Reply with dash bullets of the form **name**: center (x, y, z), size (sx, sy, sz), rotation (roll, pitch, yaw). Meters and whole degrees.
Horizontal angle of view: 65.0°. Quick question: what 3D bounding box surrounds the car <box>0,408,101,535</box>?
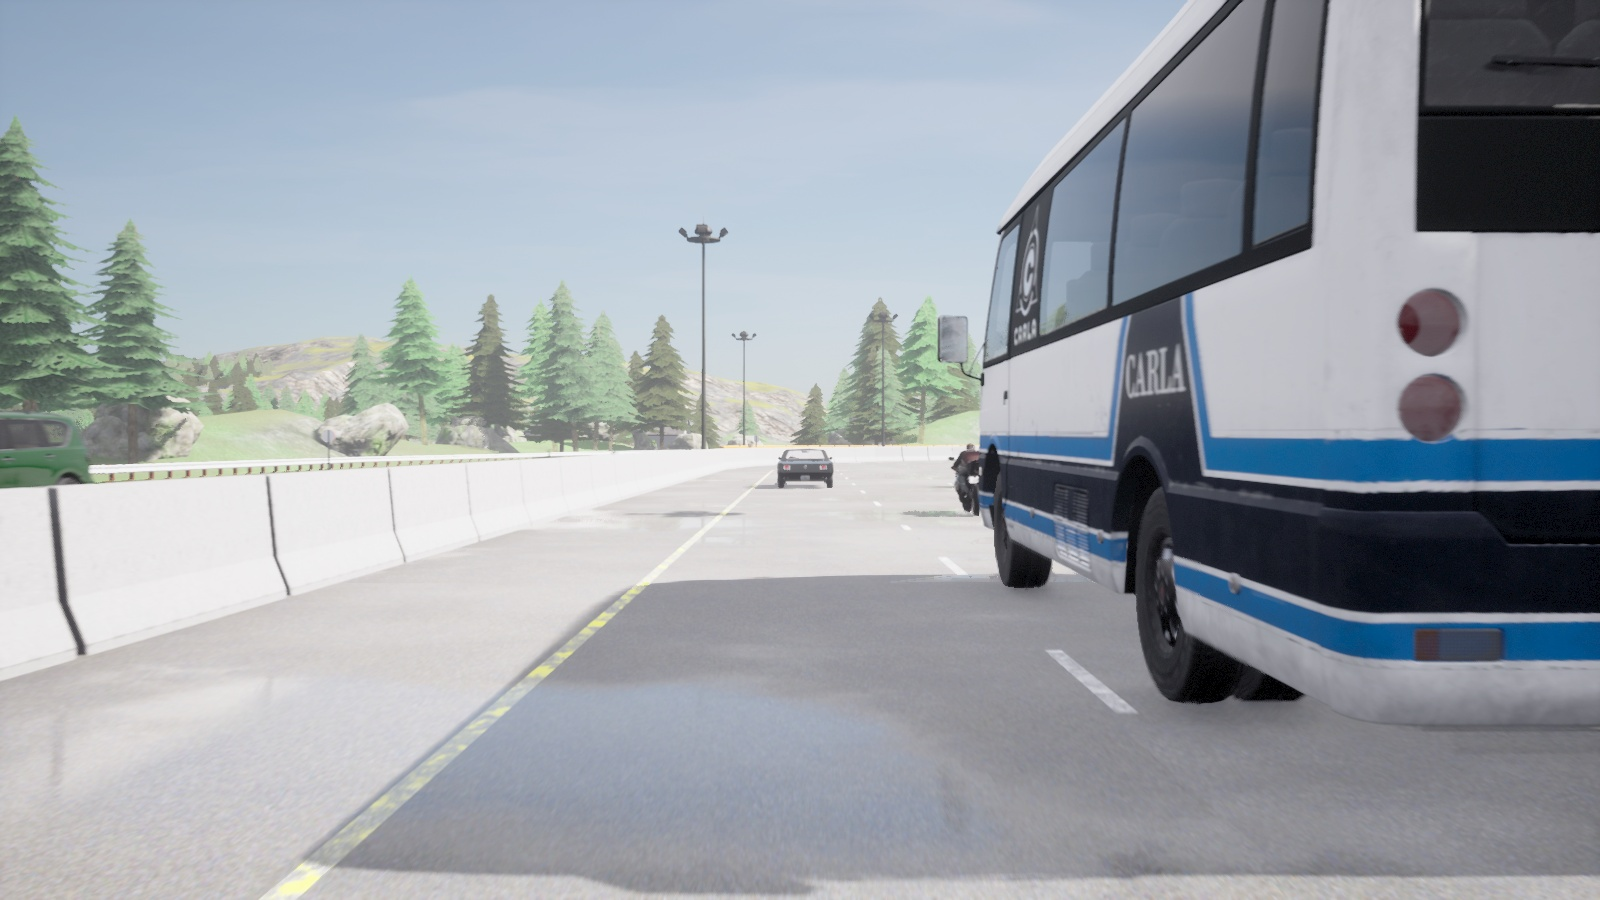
- **car**: center (-13.892, 0.340, 20.214), size (2.150, 2.045, 5.566), rotation (0, 0, 0)

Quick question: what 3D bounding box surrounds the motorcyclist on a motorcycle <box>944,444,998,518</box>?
- **motorcyclist on a motorcycle**: center (3.628, 0.633, 26.771), size (0.866, 1.530, 2.191), rotation (0, 0, 0)

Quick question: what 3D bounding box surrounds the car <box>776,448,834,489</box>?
- **car**: center (0.178, 0.602, 43.530), size (1.895, 1.301, 4.718), rotation (0, 0, 0)

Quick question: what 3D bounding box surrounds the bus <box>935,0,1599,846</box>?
- **bus**: center (3.570, -0.683, 9.898), size (3.944, 4.253, 10.273), rotation (0, 1, 0)
